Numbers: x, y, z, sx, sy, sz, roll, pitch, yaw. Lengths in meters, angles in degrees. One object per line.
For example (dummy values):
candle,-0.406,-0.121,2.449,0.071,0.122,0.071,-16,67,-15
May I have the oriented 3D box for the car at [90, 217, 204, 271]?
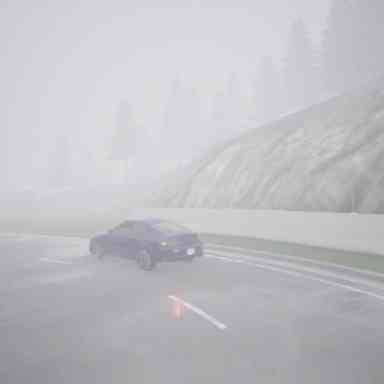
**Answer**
car,-1.643,1.571,11.098,1.812,1.442,4.674,-1,0,-44
